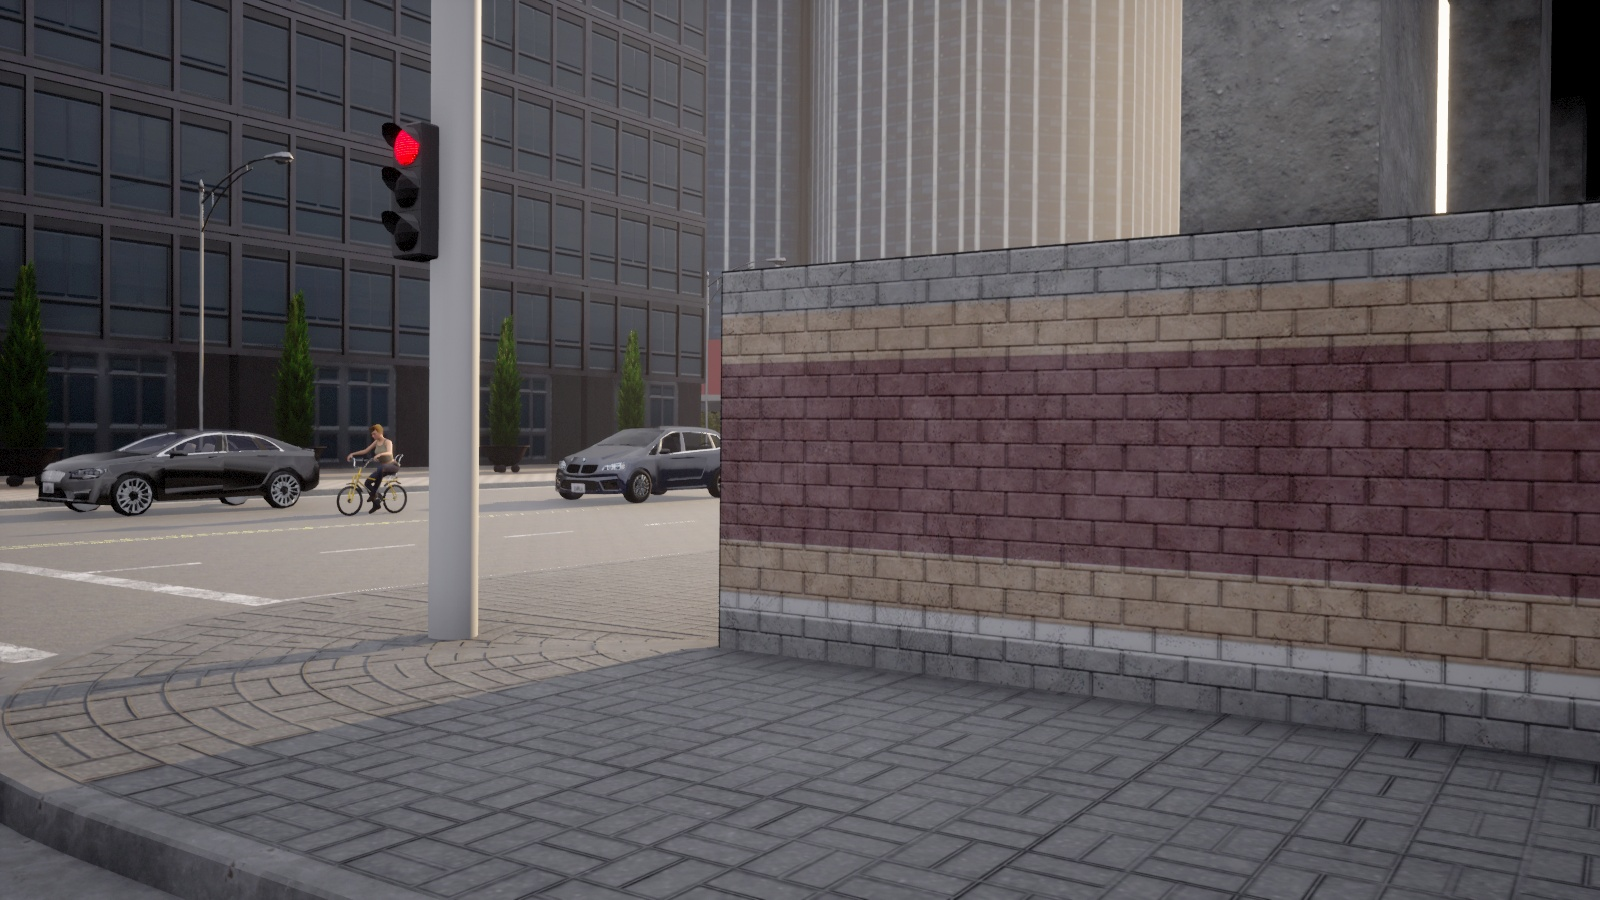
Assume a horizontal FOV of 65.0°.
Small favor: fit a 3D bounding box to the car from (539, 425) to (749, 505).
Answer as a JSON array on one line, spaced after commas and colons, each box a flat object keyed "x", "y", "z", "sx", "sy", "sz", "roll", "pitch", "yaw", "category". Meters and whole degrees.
[{"x": -3.441, "y": 0.272, "z": 28.584, "sx": 2.242, "sy": 1.667, "sz": 4.611, "roll": 0, "pitch": 1, "yaw": 34, "category": "car"}]

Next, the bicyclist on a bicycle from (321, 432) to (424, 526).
[{"x": -7.597, "y": 0.487, "z": 22.361, "sx": 0.866, "sy": 1.612, "sz": 1.509, "roll": 0, "pitch": 1, "yaw": 34, "category": "bicyclist on a bicycle"}]

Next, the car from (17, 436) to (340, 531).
[{"x": -11.276, "y": 0.529, "z": 23.165, "sx": 2.128, "sy": 1.511, "sz": 4.902, "roll": 0, "pitch": 1, "yaw": 34, "category": "car"}]
